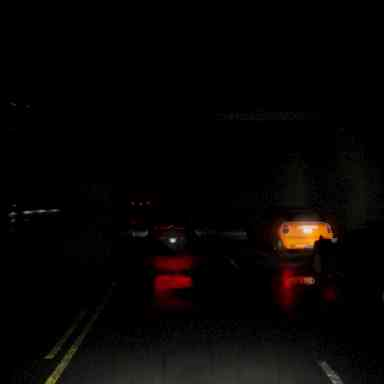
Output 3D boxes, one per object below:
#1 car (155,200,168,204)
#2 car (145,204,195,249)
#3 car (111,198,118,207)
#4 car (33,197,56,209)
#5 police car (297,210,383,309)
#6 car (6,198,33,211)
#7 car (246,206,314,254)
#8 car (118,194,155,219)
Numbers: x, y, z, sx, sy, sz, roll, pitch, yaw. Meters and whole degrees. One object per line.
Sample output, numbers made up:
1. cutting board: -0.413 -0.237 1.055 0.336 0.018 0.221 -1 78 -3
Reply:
1. car: -4.027 1.586 38.309 1.895 1.301 4.718 0 0 -24
2. car: -1.002 1.501 14.526 1.837 1.490 4.892 0 0 -7
3. car: -10.348 1.444 49.714 1.882 1.535 5.008 0 0 -42
4. car: -19.501 1.418 43.574 1.882 1.535 5.008 1 0 -42
5. police car: 4.368 1.437 7.471 1.930 1.638 5.238 0 0 -3
6. car: -20.824 1.442 39.647 1.837 1.490 4.892 1 -1 -38
7. car: 3.774 1.361 13.723 2.097 1.767 4.553 0 0 -7
8. car: -5.603 1.203 32.928 2.150 2.045 5.566 0 0 -20
